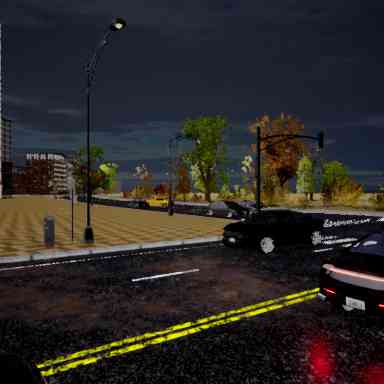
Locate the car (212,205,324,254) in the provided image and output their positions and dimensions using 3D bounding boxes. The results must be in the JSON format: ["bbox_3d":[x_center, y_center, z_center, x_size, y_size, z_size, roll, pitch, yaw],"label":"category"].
[{"bbox_3d":[3.445,1.476,13.674,5.008,1.535,1.882,0,1,-38],"label":"car"}]

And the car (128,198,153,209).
[{"bbox_3d":[-7.708,1.673,48.067,1.994,1.385,4.181,0,0,-31],"label":"car"}]

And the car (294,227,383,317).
[{"bbox_3d":[4.502,1.491,6.453,4.902,1.511,2.128,0,0,-34],"label":"car"}]

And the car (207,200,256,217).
[{"bbox_3d":[3.202,1.567,30.186,1.837,1.490,4.892,0,0,-32],"label":"car"}]

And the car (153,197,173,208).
[{"bbox_3d":[-5.172,1.576,50.157,1.882,1.535,5.008,0,0,-30],"label":"car"}]

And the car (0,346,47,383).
[{"bbox_3d":[-3.082,1.492,1.210,4.902,1.511,2.128,0,0,-35],"label":"car"}]
